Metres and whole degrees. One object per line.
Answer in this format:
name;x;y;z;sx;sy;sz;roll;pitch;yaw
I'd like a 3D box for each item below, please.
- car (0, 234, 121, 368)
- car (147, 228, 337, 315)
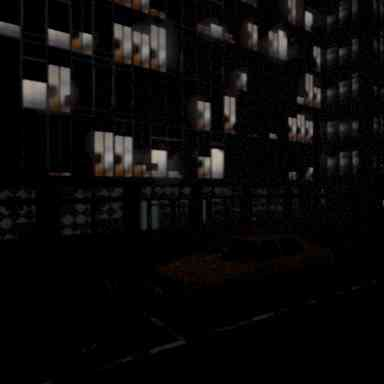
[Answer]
car;-3.138;1.440;4.331;4.097;1.590;1.967;0;-1;-35
car;1.351;1.535;7.532;4.829;1.417;1.752;0;-1;-35
